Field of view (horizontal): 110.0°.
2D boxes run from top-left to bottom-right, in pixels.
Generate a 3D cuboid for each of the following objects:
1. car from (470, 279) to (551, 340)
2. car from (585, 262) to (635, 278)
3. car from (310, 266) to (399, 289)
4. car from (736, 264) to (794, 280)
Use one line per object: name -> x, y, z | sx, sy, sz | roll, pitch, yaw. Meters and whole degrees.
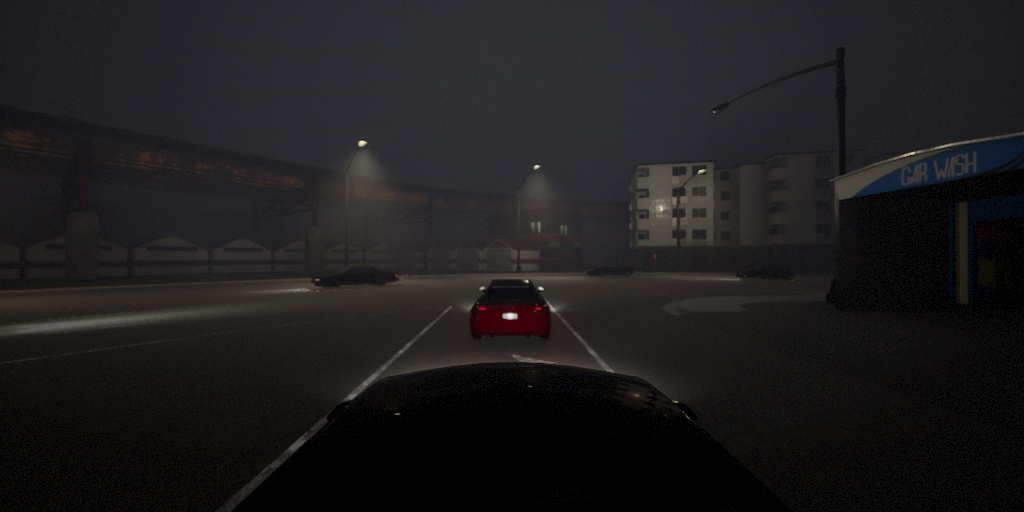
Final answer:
car -> -0.014, 1.347, 10.181 | 1.994, 1.385, 4.181 | 0, 0, 1
car -> 9.701, 1.373, 35.571 | 4.902, 1.511, 2.128 | 0, 0, -6
car -> -10.403, 1.385, 24.039 | 5.357, 1.411, 2.033 | 0, 0, -40
car -> 22.500, 1.430, 31.966 | 4.181, 1.385, 1.994 | 0, 0, 9
